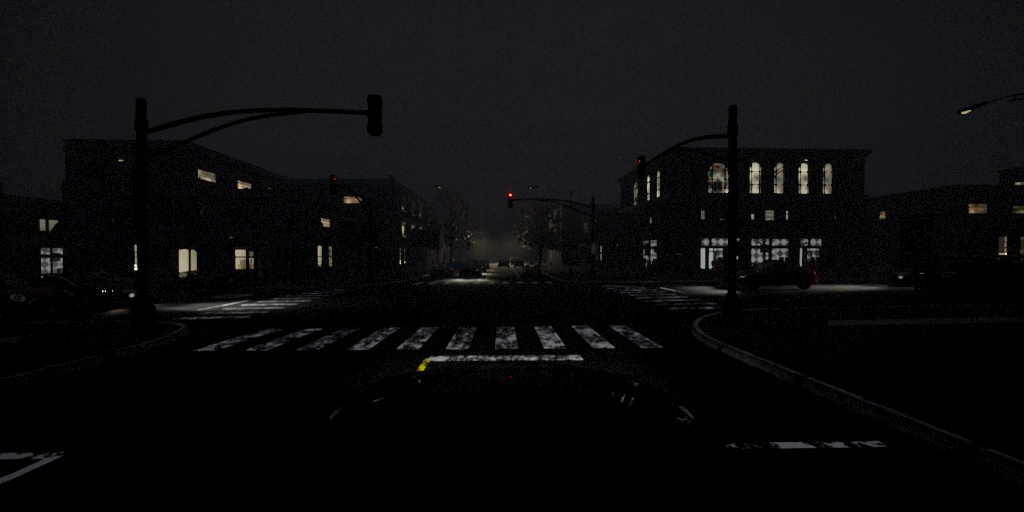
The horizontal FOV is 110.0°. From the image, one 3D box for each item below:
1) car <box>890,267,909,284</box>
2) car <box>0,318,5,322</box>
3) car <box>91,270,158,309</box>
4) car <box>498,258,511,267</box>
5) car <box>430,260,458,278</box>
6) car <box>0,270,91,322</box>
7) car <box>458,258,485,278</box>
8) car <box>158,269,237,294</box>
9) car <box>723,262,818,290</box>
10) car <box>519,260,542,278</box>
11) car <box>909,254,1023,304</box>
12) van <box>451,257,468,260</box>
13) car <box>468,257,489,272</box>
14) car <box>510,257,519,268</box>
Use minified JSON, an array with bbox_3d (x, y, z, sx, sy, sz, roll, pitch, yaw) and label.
[{"bbox_3d":[24.410,0.906,20.366,4.902,1.511,2.128,-1,1,-2],"label":"car"},{"bbox_3d":[-5.661,1.295,1.086,1.888,1.381,4.507,0,0,-1],"label":"car"},{"bbox_3d":[-18.774,1.454,15.286,4.902,1.511,2.128,-1,1,-2],"label":"car"},{"bbox_3d":[-1.467,1.333,63.573,1.895,1.301,4.718,0,0,-1],"label":"car"},{"bbox_3d":[-6.492,1.324,33.595,1.802,1.307,4.207,0,0,-1],"label":"car"},{"bbox_3d":[-18.346,1.421,12.752,4.097,1.591,1.967,0,0,-2],"label":"car"},{"bbox_3d":[-3.920,1.219,34.421,1.882,1.535,5.008,0,0,-2],"label":"car"},{"bbox_3d":[-18.678,1.472,21.093,4.313,1.339,1.948,0,0,-2],"label":"car"},{"bbox_3d":[14.306,1.062,19.928,4.674,1.442,1.812,-1,1,-2],"label":"car"},{"bbox_3d":[1.881,1.267,33.979,1.751,1.417,4.829,0,0,-1],"label":"car"},{"bbox_3d":[19.642,0.842,14.370,5.009,1.841,2.192,0,0,-2],"label":"car"},{"bbox_3d":[-6.775,1.079,44.683,1.690,1.789,3.998,0,0,-1],"label":"van"},{"bbox_3d":[-4.180,1.216,44.461,1.882,1.535,5.008,0,0,-1],"label":"car"},{"bbox_3d":[1.178,1.284,61.531,2.007,1.370,4.403,0,0,-1],"label":"car"}]
